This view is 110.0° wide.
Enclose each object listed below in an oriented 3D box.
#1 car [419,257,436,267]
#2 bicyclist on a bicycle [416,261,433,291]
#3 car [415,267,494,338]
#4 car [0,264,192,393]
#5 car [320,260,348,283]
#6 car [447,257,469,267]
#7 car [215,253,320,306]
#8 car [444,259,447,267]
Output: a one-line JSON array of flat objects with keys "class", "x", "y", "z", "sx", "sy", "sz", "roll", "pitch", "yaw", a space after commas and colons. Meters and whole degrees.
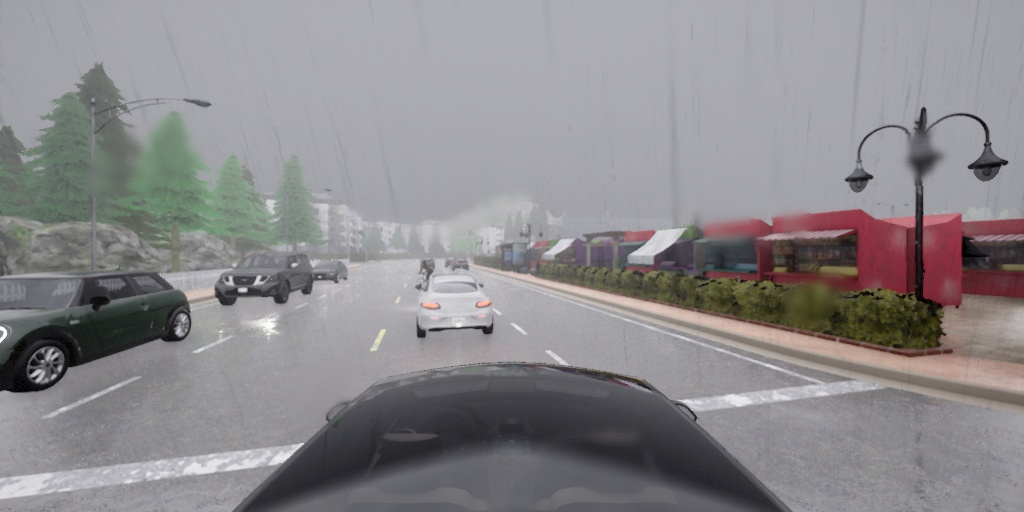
[{"class": "car", "x": -11.460, "y": 0.910, "z": 48.728, "sx": 1.837, "sy": 1.490, "sz": 4.892, "roll": 0, "pitch": 0, "yaw": -14}, {"class": "bicyclist on a bicycle", "x": -4.745, "y": 1.076, "z": 19.804, "sx": 0.582, "sy": 1.620, "sz": 1.656, "roll": 0, "pitch": 1, "yaw": 24}, {"class": "car", "x": -1.692, "y": 1.222, "z": 10.021, "sx": 1.812, "sy": 1.442, "sz": 4.674, "roll": 0, "pitch": 0, "yaw": -14}, {"class": "car", "x": -8.153, "y": 1.074, "z": 6.378, "sx": 2.097, "sy": 1.767, "sz": 4.553, "roll": 0, "pitch": 0, "yaw": -14}, {"class": "car", "x": -12.932, "y": 1.085, "z": 25.363, "sx": 1.837, "sy": 1.490, "sz": 4.892, "roll": 0, "pitch": 0, "yaw": -14}, {"class": "car", "x": -6.211, "y": 0.959, "z": 42.389, "sx": 1.837, "sy": 1.490, "sz": 4.892, "roll": 0, "pitch": 0, "yaw": -14}, {"class": "car", "x": -10.507, "y": 0.873, "z": 15.773, "sx": 2.150, "sy": 2.045, "sz": 5.566, "roll": 0, "pitch": 0, "yaw": -14}, {"class": "car", "x": -8.601, "y": 0.864, "z": 51.416, "sx": 1.882, "sy": 1.535, "sz": 5.008, "roll": 0, "pitch": 0, "yaw": -14}]
